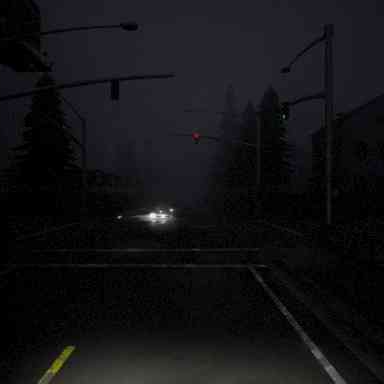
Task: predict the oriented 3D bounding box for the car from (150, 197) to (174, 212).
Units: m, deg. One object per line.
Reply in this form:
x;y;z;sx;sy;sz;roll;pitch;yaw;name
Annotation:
-3.618;1.491;38.108;2.128;1.511;4.902;0;0;0;car
